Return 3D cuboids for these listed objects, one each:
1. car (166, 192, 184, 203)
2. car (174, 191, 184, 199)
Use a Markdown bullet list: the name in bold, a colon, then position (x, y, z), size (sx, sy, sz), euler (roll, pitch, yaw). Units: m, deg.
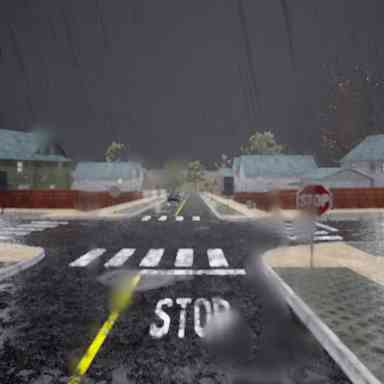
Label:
- **car**: position (-2.668, 0.832, 48.826), size (2.033, 1.411, 5.357), euler (0, 1, 1)
- **car**: position (-2.551, 0.636, 66.080), size (1.812, 1.442, 4.674), euler (0, 1, 0)
